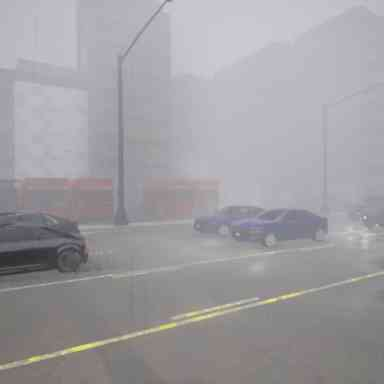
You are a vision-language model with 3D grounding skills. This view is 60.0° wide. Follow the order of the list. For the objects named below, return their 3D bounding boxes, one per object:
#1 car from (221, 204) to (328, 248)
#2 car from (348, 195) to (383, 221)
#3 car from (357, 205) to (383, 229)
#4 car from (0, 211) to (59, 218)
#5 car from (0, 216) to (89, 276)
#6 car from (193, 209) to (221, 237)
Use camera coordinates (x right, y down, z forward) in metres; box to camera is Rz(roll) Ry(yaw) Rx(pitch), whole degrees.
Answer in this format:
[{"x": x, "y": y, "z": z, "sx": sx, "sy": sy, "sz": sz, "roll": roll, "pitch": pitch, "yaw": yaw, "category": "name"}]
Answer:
[{"x": 3.960, "y": 1.454, "z": 14.830, "sx": 5.008, "sy": 1.535, "sz": 1.882, "roll": 0, "pitch": 0, "yaw": -33, "category": "car"}, {"x": 14.454, "y": 1.242, "z": 25.746, "sx": 5.566, "sy": 2.045, "sz": 2.150, "roll": 0, "pitch": 0, "yaw": -33, "category": "car"}, {"x": 12.459, "y": 1.610, "z": 20.246, "sx": 4.718, "sy": 1.301, "sz": 1.895, "roll": 0, "pitch": 0, "yaw": -32, "category": "car"}, {"x": -6.626, "y": 1.474, "z": 12.179, "sx": 4.892, "sy": 1.490, "sz": 1.837, "roll": 1, "pitch": 0, "yaw": -33, "category": "car"}, {"x": -5.009, "y": 1.541, "z": 9.050, "sx": 4.181, "sy": 1.385, "sz": 1.994, "roll": 0, "pitch": 0, "yaw": -33, "category": "car"}, {"x": 2.405, "y": 1.447, "z": 17.990, "sx": 5.008, "sy": 1.535, "sz": 1.882, "roll": 0, "pitch": 0, "yaw": -33, "category": "car"}]
